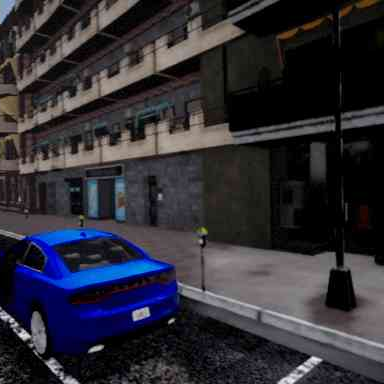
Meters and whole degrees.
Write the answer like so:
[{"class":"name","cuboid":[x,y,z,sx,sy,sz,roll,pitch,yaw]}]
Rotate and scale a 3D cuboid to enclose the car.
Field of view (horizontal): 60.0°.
[{"class":"car","cuboid":[-2.341,1.436,6.116,1.882,1.535,5.008,-2,1,-43]}]
